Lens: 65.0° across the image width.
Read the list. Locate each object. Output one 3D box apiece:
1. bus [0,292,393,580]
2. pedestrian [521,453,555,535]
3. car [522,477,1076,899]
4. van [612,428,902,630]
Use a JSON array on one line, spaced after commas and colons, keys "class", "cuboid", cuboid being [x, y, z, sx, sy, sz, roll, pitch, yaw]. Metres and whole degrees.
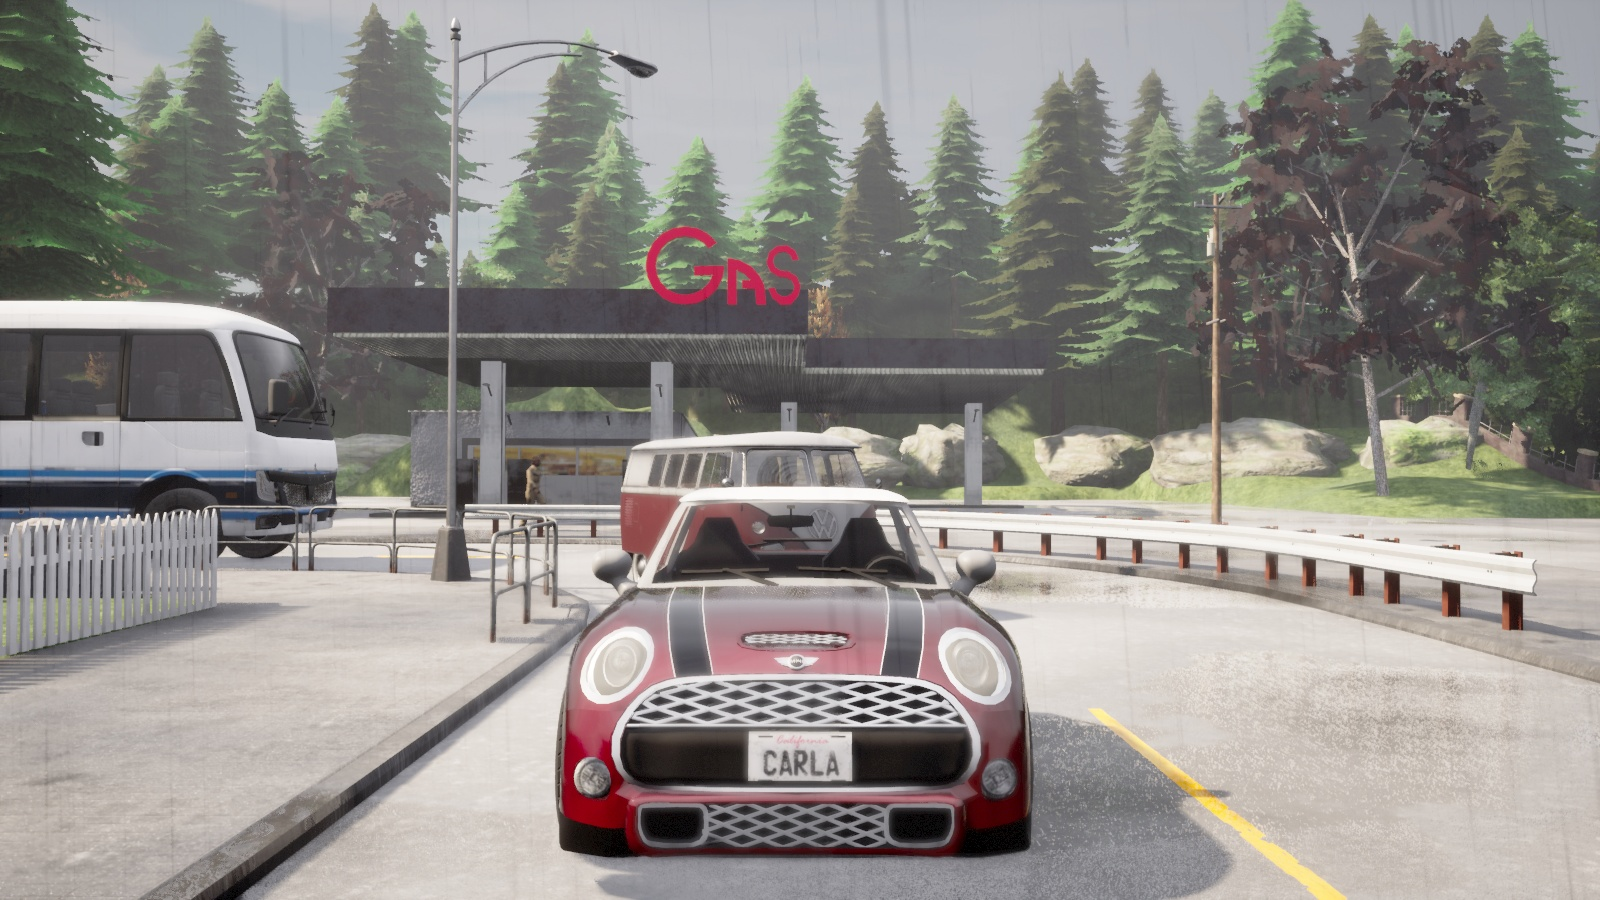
[{"class": "bus", "cuboid": [-12.446, -0.167, 20.585, 10.273, 4.253, 3.944, 0, -1, 0]}, {"class": "pedestrian", "cuboid": [-6.260, 1.051, 29.967, 0.692, 1.930, 0.396, -1, -1, 28]}, {"class": "car", "cuboid": [-0.025, 0.887, 6.378, 1.970, 1.475, 3.806, 0, -1, -1]}, {"class": "van", "cuboid": [-0.697, 0.818, 14.748, 1.775, 1.987, 4.442, 0, -1, -25]}]
